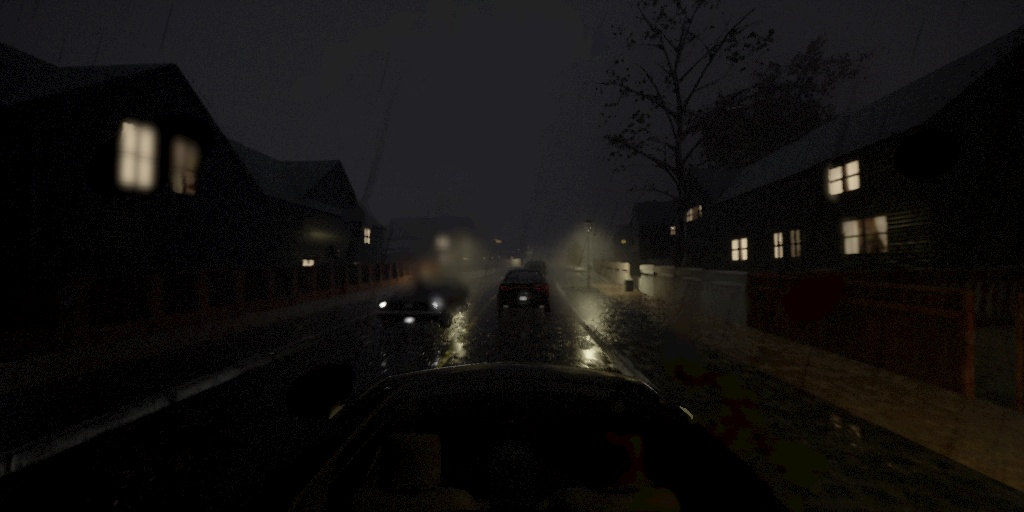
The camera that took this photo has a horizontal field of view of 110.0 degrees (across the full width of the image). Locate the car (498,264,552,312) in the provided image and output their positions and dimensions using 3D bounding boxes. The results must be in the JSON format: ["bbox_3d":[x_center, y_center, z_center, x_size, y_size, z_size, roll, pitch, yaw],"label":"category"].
[{"bbox_3d":[0.540,1.241,14.271,1.882,1.535,5.008,0,0,3],"label":"car"}]

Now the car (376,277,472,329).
[{"bbox_3d":[-2.572,1.362,11.517,1.895,1.301,4.718,0,0,3],"label":"car"}]

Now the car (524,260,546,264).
[{"bbox_3d":[2.593,1.270,34.831,1.837,1.490,4.892,0,0,8],"label":"car"}]

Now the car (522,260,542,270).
[{"bbox_3d":[3.057,1.317,53.722,2.033,1.411,5.357,0,0,13],"label":"car"}]
